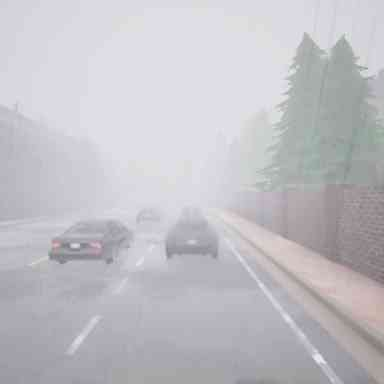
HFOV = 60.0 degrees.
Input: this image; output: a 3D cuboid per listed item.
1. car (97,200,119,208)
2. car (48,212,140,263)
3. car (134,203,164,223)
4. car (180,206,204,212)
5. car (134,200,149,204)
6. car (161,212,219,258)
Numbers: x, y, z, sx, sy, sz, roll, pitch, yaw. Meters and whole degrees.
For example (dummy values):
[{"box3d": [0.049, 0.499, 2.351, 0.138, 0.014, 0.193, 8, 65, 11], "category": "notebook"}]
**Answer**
[{"box3d": [-15.584, 2.197, 61.627, 4.892, 1.490, 1.837, -1, -2, 35], "category": "car"}, {"box3d": [-3.504, 1.689, 12.516, 2.033, 1.411, 5.357, 0, -1, 0], "category": "car"}, {"box3d": [-3.519, 1.883, 28.415, 1.994, 1.385, 4.181, 0, -1, 1], "category": "car"}, {"box3d": [-0.027, 1.857, 27.521, 2.033, 1.411, 5.357, 0, -1, 0], "category": "car"}, {"box3d": [-8.795, 2.148, 58.755, 2.128, 1.511, 4.902, 1, -1, -28], "category": "car"}, {"box3d": [0.008, 1.717, 13.513, 1.994, 1.385, 4.181, 0, -1, 1], "category": "car"}]
